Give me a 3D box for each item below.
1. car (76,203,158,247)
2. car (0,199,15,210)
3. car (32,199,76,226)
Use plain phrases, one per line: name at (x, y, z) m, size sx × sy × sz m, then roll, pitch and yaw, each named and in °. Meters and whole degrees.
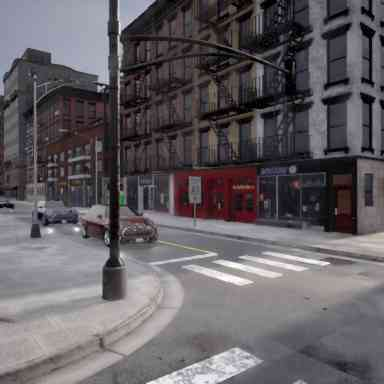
car at (-3.392, 1.335, 15.104) m, size 2.097 × 1.767 × 4.553 m, roll 0°, pitch 0°, yaw -35°
car at (-23.037, 1.527, 40.642) m, size 1.895 × 1.301 × 4.718 m, roll 0°, pitch 0°, yaw -37°
car at (-9.530, 1.321, 23.042) m, size 2.097 × 1.767 × 4.553 m, roll 0°, pitch 0°, yaw -37°
